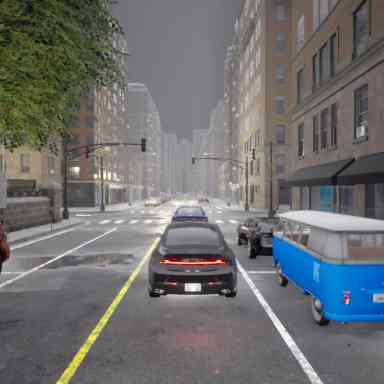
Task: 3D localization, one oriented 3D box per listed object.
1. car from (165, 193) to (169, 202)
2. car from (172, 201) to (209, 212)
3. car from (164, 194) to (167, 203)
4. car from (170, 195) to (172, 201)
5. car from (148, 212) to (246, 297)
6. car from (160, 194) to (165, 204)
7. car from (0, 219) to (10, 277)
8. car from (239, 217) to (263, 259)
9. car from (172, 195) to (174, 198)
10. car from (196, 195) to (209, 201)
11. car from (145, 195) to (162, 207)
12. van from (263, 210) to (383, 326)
[{"bbox_3d":[-6.188,1.514,66.727,1.887,1.381,4.507,0,0,0],"label":"car"},{"bbox_3d":[-0.104,1.472,18.032,1.882,1.535,5.008,0,0,0],"label":"car"},{"bbox_3d":[-6.145,1.514,61.276,1.887,1.381,4.507,0,0,0],"label":"car"},{"bbox_3d":[-6.273,1.522,77.628,2.008,1.369,4.403,0,0,0],"label":"car"},{"bbox_3d":[0.009,1.503,8.536,1.837,1.490,4.892,0,0,0],"label":"car"},{"bbox_3d":[-6.102,1.521,55.825,2.008,1.369,4.403,0,0,0],"label":"car"},{"bbox_3d":[-5.717,1.314,6.688,2.192,1.841,5.009,0,0,0],"label":"car"},{"bbox_3d":[2.764,1.563,12.455,1.947,1.339,4.313,0,0,0],"label":"car"},{"bbox_3d":[-6.317,1.289,83.079,2.192,1.841,5.009,0,0,0],"label":"car"},{"bbox_3d":[2.336,1.410,66.830,1.967,1.590,4.097,0,0,0],"label":"car"},{"bbox_3d":[-6.058,1.497,50.205,1.752,1.417,4.829,0,0,0],"label":"car"},{"bbox_3d":[2.808,1.340,6.795,1.690,1.788,3.998,0,0,0],"label":"van"}]
